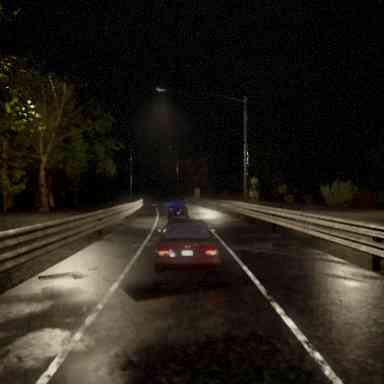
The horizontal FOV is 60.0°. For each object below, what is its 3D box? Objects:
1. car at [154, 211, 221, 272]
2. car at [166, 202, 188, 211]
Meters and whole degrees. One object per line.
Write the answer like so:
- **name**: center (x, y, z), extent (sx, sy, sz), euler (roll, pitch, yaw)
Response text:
- **car**: center (-0.179, 1.578, 10.817), extent (2.033, 1.411, 5.357), euler (0, 0, -1)
- **car**: center (-1.360, 1.601, 30.604), extent (1.812, 1.442, 4.674), euler (0, 0, -5)
